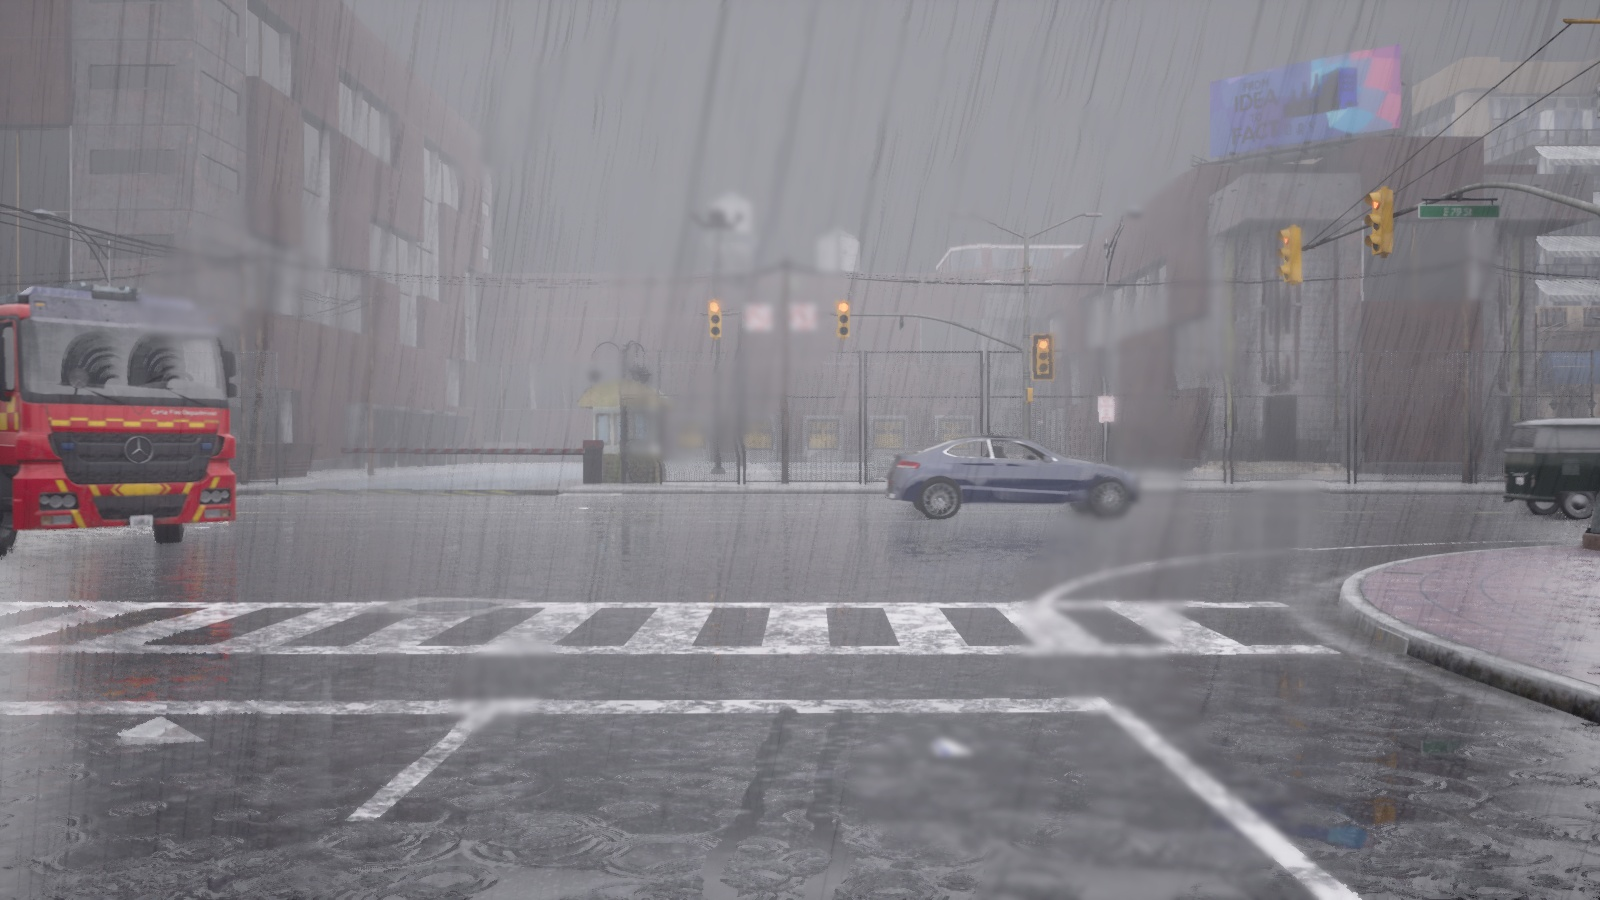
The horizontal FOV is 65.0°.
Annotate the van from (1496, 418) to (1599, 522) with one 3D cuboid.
[{"bbox_3d":[16.382,0.374,24.609,4.442,1.987,1.775,0,0,7],"label":"van"}]

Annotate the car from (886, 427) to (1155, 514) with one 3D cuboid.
[{"bbox_3d":[4.303,0.386,25.207,5.027,1.651,2.152,0,0,0],"label":"car"}]

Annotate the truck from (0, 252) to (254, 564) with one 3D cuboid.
[{"bbox_3d":[-11.920,-0.536,19.119,8.468,3.827,2.891,0,0,38],"label":"truck"}]
